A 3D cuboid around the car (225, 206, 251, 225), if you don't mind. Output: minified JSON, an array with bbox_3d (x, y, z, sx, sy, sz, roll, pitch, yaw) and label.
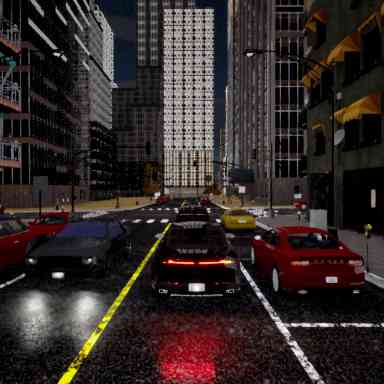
[{"bbox_3d":[2.644,1.522,19.805,1.752,1.417,4.829,-1,0,0],"label":"car"}]

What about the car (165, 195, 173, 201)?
[{"bbox_3d":[-5.861,1.521,85.215,1.752,1.417,4.829,-1,0,0],"label":"car"}]

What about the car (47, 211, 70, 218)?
[{"bbox_3d":[-5.725,1.542,14.110,1.887,1.381,4.507,-1,0,0],"label":"car"}]

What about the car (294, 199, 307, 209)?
[{"bbox_3d":[14.178,1.254,38.782,4.507,1.381,1.887,-1,1,-1],"label":"car"}]

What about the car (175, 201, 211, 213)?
[{"bbox_3d":[0.061,1.475,18.791,1.882,1.535,5.008,0,0,0],"label":"car"}]

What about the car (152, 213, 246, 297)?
[{"bbox_3d":[0.082,1.503,8.518,1.837,1.490,4.892,0,0,0],"label":"car"}]

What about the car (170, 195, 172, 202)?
[{"bbox_3d":[-5.831,1.310,68.707,2.192,1.841,5.009,-1,0,0],"label":"car"}]

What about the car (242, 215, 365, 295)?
[{"bbox_3d":[2.666,1.543,8.589,1.887,1.381,4.507,-1,0,0],"label":"car"}]

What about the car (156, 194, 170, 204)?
[{"bbox_3d":[-5.818,1.540,63.147,1.887,1.381,4.507,-1,0,0],"label":"car"}]

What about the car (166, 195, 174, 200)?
[{"bbox_3d":[-5.871,1.541,90.944,1.887,1.381,4.507,-1,0,0],"label":"car"}]

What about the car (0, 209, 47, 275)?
[{"bbox_3d":[-5.716,1.439,8.586,1.967,1.590,4.097,-1,0,0],"label":"car"}]

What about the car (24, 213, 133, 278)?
[{"bbox_3d":[-3.103,1.546,10.378,2.033,1.411,5.357,0,0,0],"label":"car"}]

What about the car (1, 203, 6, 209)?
[{"bbox_3d":[-23.921,1.744,38.386,4.097,1.590,1.967,-1,1,-1],"label":"car"}]

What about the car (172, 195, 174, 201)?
[{"bbox_3d":[-5.842,1.311,74.266,2.192,1.841,5.009,-1,0,0],"label":"car"}]

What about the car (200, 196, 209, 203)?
[{"bbox_3d":[2.551,1.520,68.891,1.752,1.417,4.829,-1,0,0],"label":"car"}]

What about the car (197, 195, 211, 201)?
[{"bbox_3d":[2.561,1.435,63.161,1.967,1.590,4.097,-1,0,0],"label":"car"}]
